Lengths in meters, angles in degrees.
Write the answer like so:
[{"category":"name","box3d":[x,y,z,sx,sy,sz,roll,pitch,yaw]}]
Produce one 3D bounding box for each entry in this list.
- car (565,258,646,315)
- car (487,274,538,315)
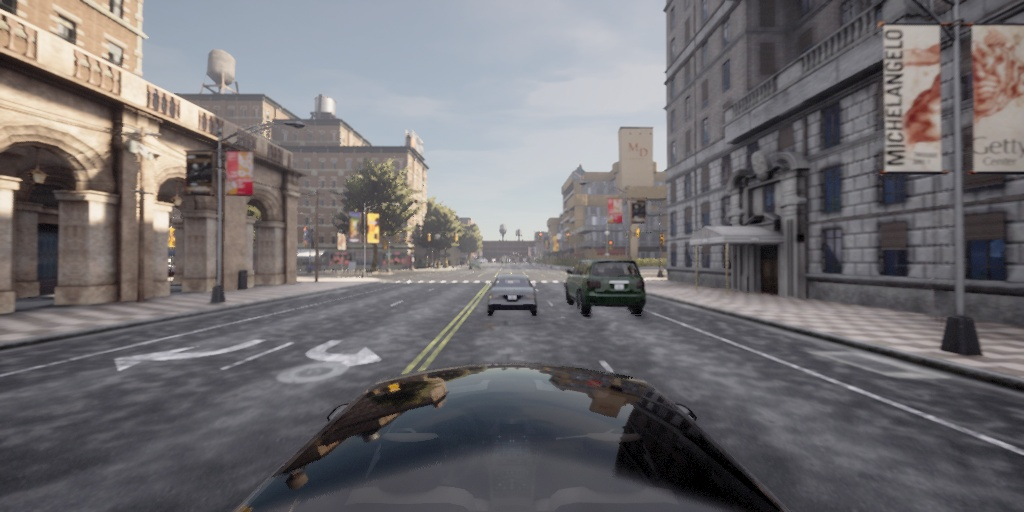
[{"category":"car","box3d":[3.510,1.116,14.405,2.150,2.045,5.566,0,0,0]},{"category":"car","box3d":[0.010,1.439,14.344,2.033,1.411,5.357,0,-1,0]}]
